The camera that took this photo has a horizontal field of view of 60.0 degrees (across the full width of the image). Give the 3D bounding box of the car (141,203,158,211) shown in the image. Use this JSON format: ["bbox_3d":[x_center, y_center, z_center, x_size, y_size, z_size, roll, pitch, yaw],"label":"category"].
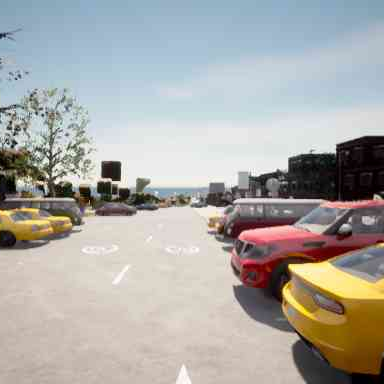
[{"bbox_3d":[-9.898,3.166,68.119,4.674,1.452,2.002,0,-2,-1],"label":"car"}]

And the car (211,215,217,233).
[{"bbox_3d":[3.437,1.435,16.607,4.553,1.767,2.185,0,-1,-1],"label":"car"}]

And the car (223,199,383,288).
[{"bbox_3d":[3.684,1.206,7.383,5.566,2.045,2.435,0,-1,-2],"label":"car"}]

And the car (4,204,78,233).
[{"bbox_3d":[-9.001,1.552,17.058,5.366,1.575,1.946,0,-1,-1],"label":"car"}]

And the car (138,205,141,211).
[{"bbox_3d":[-9.519,2.160,43.806,4.553,1.767,2.185,0,-2,-1],"label":"car"}]

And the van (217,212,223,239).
[{"bbox_3d":[3.430,1.294,13.571,4.442,1.987,1.878,0,-1,-1],"label":"van"}]

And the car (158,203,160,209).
[{"bbox_3d":[-9.951,3.241,71.394,4.892,1.521,2.231,0,-2,-1],"label":"car"}]

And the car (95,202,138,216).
[{"bbox_3d":[-9.392,2.218,40.634,4.674,1.452,2.002,0,-2,-1],"label":"car"}]

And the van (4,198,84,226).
[{"bbox_3d":[-8.771,1.378,19.862,4.442,1.987,1.878,0,-1,-1],"label":"van"}]

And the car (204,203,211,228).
[{"bbox_3d":[3.577,1.608,19.527,5.366,1.575,1.946,0,-1,-1],"label":"car"}]

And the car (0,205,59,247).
[{"bbox_3d":[-8.933,1.512,14.398,5.366,1.575,1.946,0,-1,-1],"label":"car"}]

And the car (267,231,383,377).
[{"bbox_3d":[3.795,1.444,4.466,5.008,1.535,2.097,0,0,-2],"label":"car"}]
